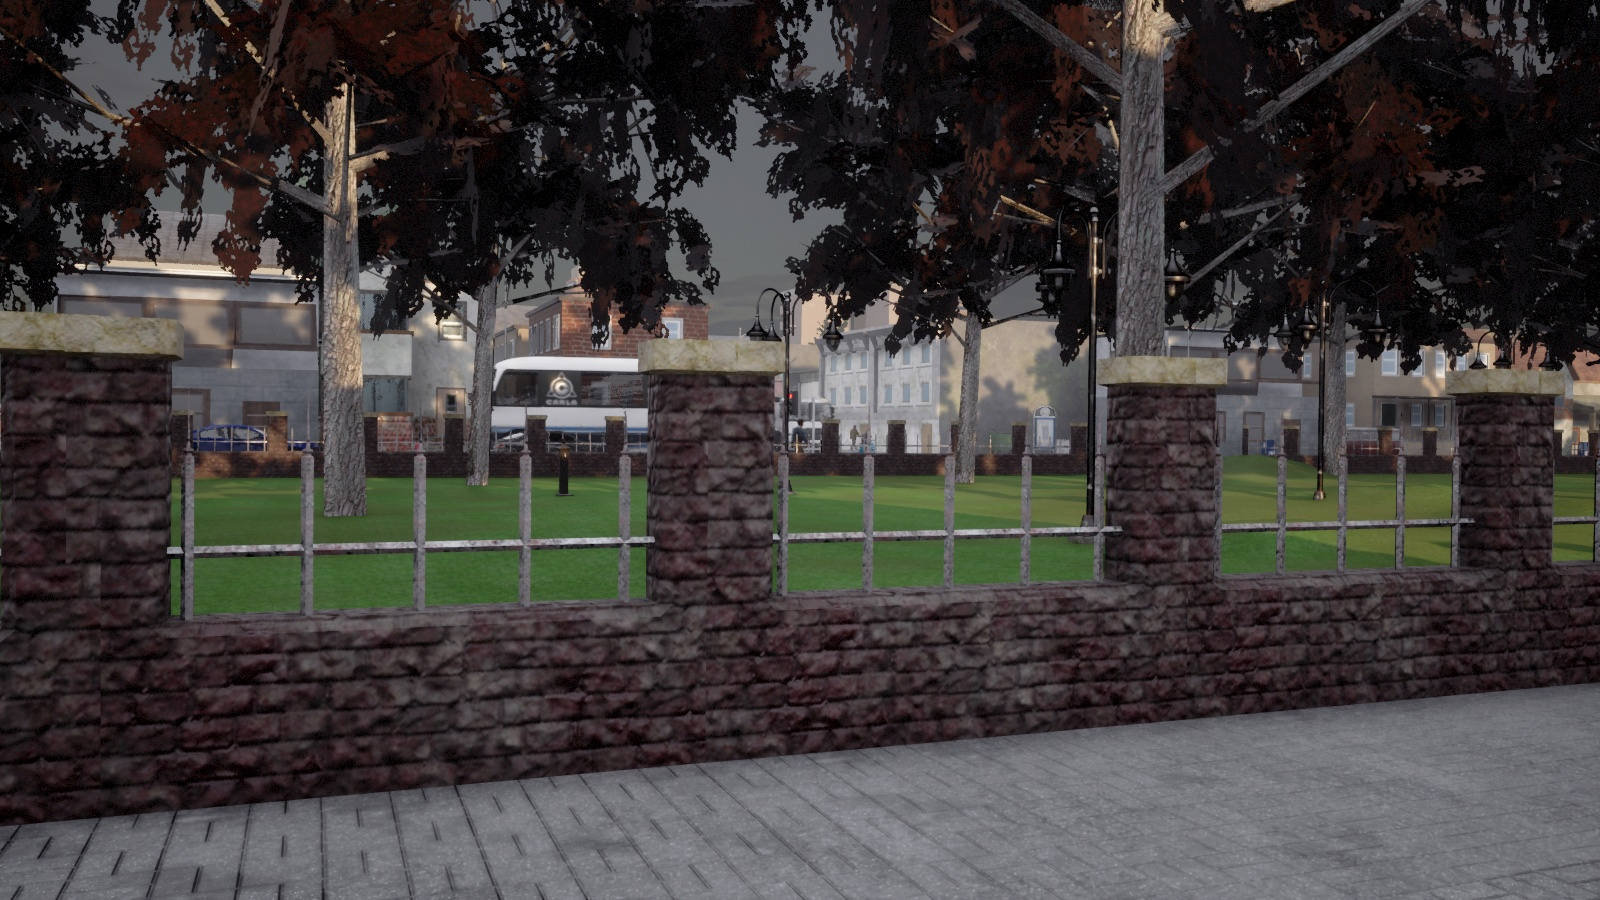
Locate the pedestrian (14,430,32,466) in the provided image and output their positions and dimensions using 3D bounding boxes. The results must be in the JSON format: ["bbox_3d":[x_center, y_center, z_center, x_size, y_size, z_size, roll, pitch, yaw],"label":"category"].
[{"bbox_3d":[-40.563,-0.120,65.531,0.563,1.883,0.849,-1,1,-16],"label":"pedestrian"}]

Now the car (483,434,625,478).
[{"bbox_3d":[-8.734,0.192,44.624,4.674,1.442,1.812,-1,1,-24],"label":"car"}]

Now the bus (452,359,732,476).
[{"bbox_3d":[-8.155,-1.288,49.035,10.273,4.253,3.944,-1,1,-17],"label":"bus"}]

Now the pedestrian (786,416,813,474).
[{"bbox_3d":[-0.008,-0.181,42.334,0.788,1.949,0.423,-1,1,-21],"label":"pedestrian"}]

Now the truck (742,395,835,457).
[{"bbox_3d":[-0.800,-1.385,74.398,2.891,3.462,7.936,-1,1,-21],"label":"truck"}]

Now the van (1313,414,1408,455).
[{"bbox_3d":[28.271,-0.785,63.343,4.442,1.987,1.775,-1,1,-21],"label":"van"}]

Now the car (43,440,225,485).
[{"bbox_3d":[-22.931,0.386,43.488,5.357,1.411,2.033,-1,1,-21],"label":"car"}]

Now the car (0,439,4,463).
[{"bbox_3d":[-50.414,0.102,77.123,1.845,1.501,3.633,-1,1,-21],"label":"car"}]

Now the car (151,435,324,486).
[{"bbox_3d":[-18.238,0.307,40.900,5.008,1.535,1.882,-1,1,-24],"label":"car"}]
